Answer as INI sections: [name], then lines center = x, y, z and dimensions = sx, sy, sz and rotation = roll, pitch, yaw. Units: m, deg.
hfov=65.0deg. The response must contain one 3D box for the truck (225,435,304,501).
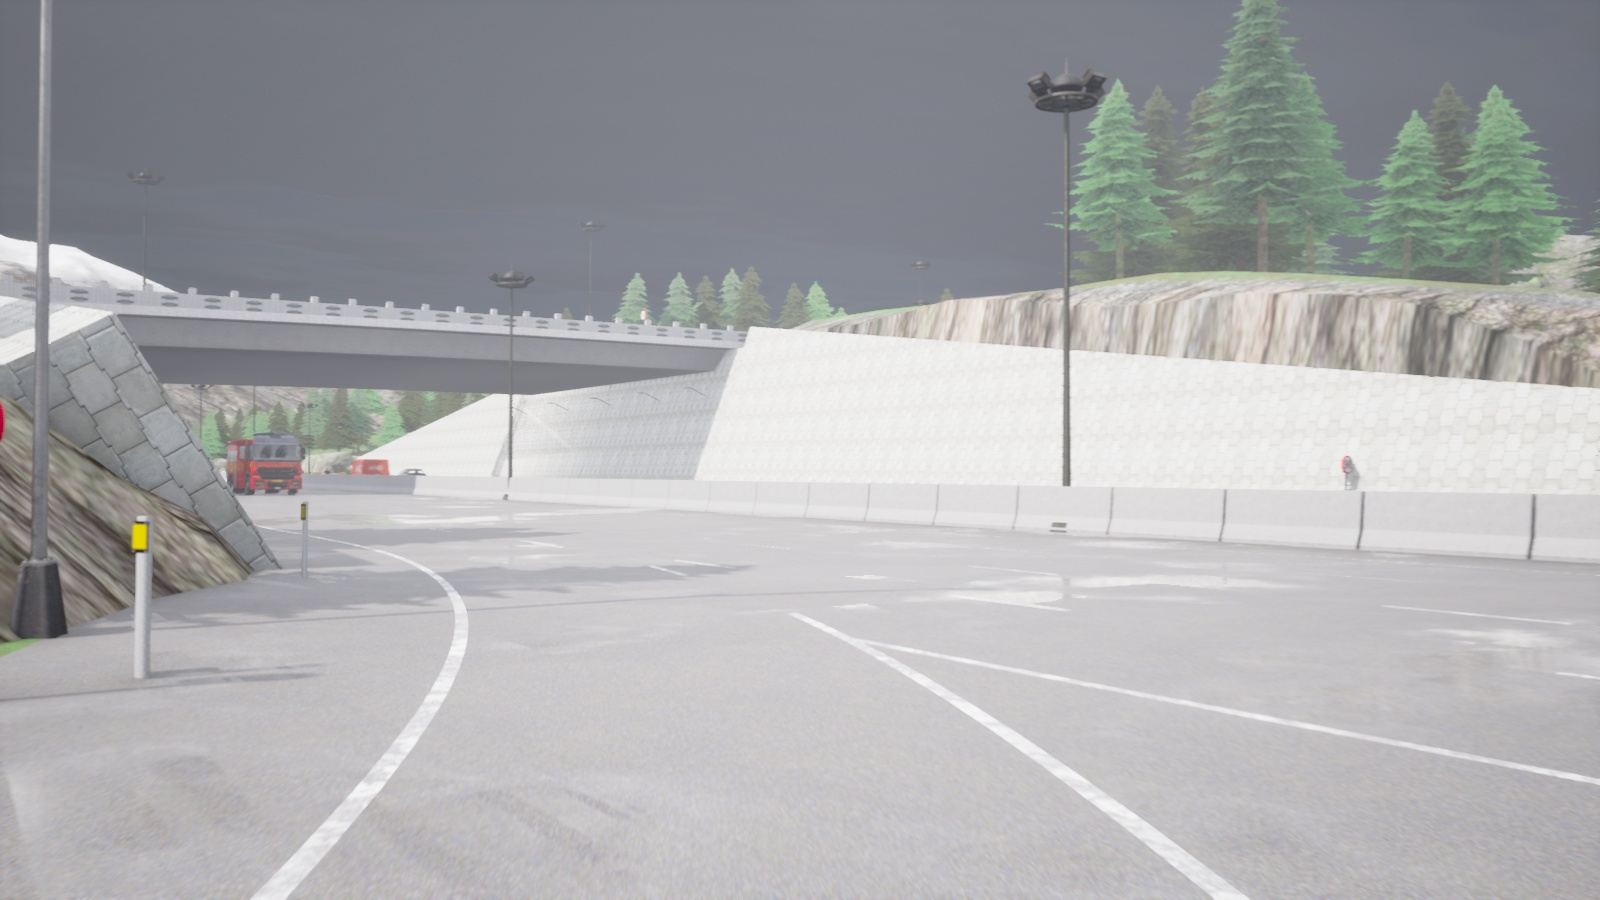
[truck]
center = -32.850, 1.096, 76.857
dimensions = 2.891, 3.827, 8.468
rotation = 0, -1, -34
